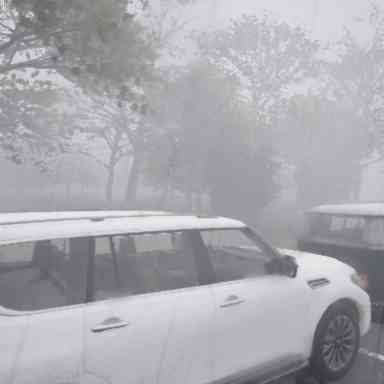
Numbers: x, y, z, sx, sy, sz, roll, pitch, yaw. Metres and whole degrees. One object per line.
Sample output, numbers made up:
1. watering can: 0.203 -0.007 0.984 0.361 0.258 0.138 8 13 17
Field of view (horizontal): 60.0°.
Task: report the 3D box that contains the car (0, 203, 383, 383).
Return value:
1. car: -0.289 1.220 3.851 5.566 2.045 2.435 0 0 -33
